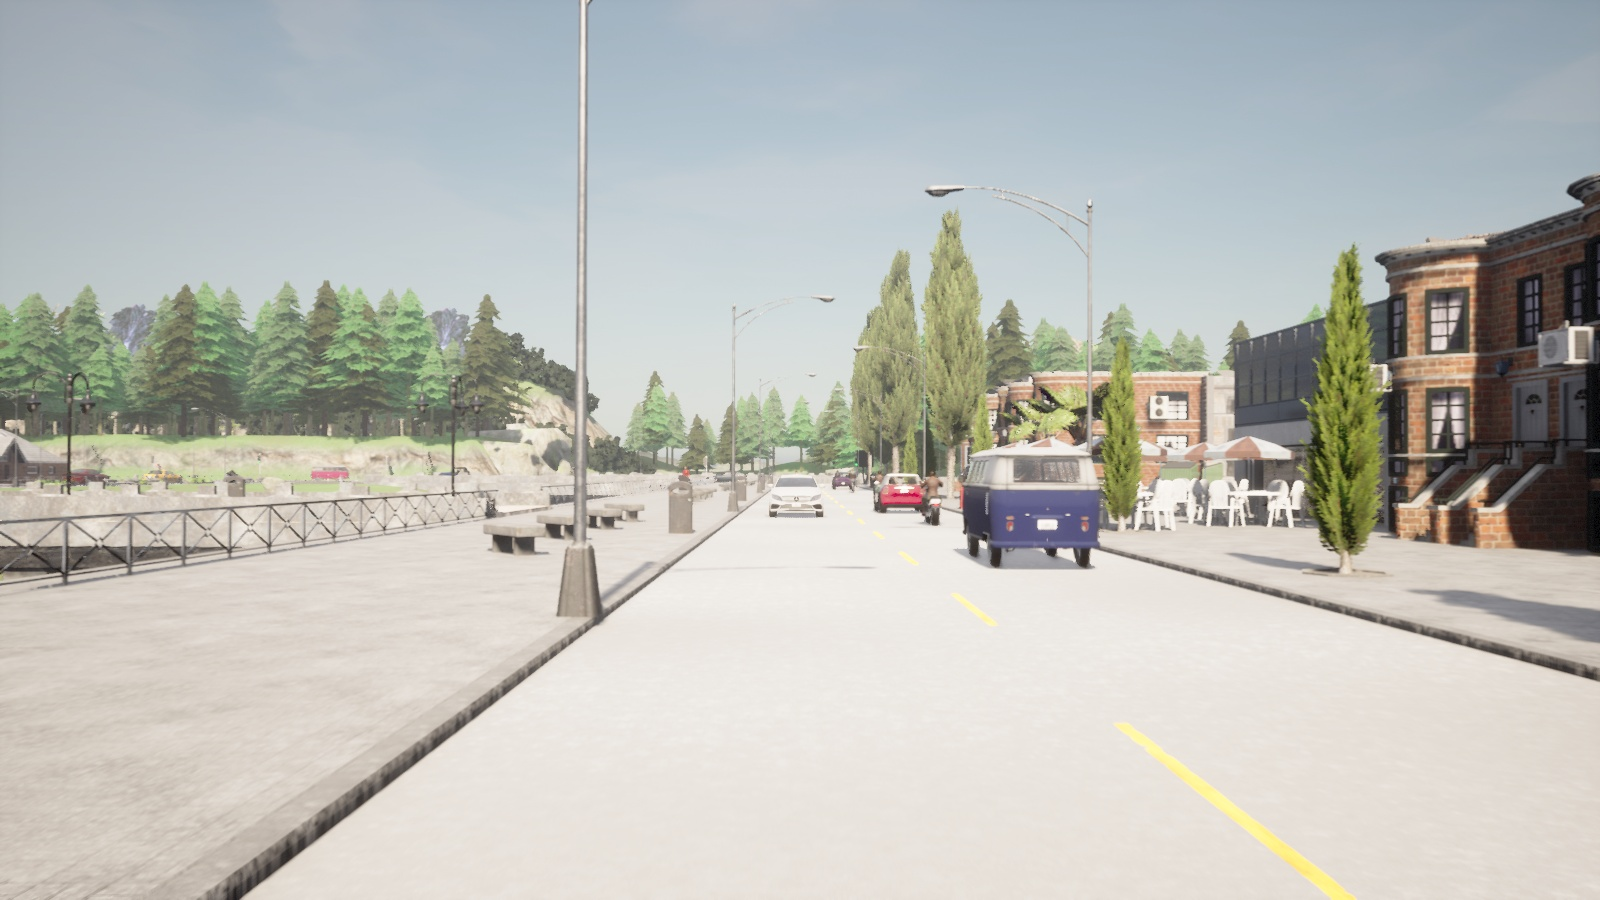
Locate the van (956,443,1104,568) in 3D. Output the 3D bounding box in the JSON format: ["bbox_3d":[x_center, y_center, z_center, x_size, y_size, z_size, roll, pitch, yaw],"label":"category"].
[{"bbox_3d":[3.940,0.923,22.204,1.775,1.987,4.442,0,-1,0],"label":"van"}]

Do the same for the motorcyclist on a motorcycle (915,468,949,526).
[{"bbox_3d":[3.902,1.374,37.297,0.766,1.649,2.350,0,-1,0],"label":"motorcyclist on a motorcycle"}]

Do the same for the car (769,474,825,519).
[{"bbox_3d":[-0.112,1.568,43.431,1.812,1.442,4.674,0,-1,0],"label":"car"}]

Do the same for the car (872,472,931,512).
[{"bbox_3d":[3.873,1.577,48.539,1.970,1.475,3.806,0,-1,0],"label":"car"}]
